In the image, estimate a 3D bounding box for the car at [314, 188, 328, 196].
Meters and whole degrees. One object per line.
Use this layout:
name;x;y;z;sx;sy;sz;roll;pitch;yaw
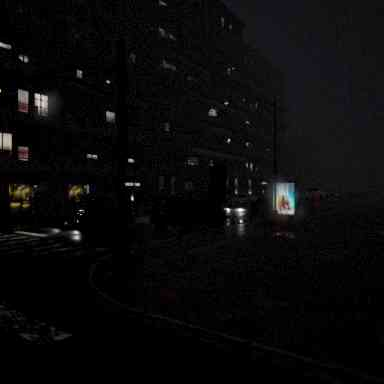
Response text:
car;28.046;-0.025;72.406;1.967;1.590;4.097;2;2;35

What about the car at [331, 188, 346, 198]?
car;25.045;0.406;58.080;1.895;1.301;4.718;0;1;35

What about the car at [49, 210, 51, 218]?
car;-6.991;1.009;22.464;2.192;1.841;5.009;1;2;35

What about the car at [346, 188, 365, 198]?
car;28.577;0.309;58.576;1.887;1.381;4.507;1;2;35

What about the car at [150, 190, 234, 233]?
car;-0.097;1.026;17.701;2.192;1.841;5.009;1;2;35

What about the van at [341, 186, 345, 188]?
van;37.603;-0.446;86.023;1.690;1.788;3.998;2;2;35

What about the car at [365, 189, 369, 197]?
car;31.763;0.098;63.113;1.967;1.590;4.097;1;2;35

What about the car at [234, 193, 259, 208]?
car;5.587;0.884;35.894;1.812;1.442;4.674;0;1;35

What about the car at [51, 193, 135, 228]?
car;-5.602;1.075;19.968;2.097;1.767;4.553;0;1;35

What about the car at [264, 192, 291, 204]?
car;11.406;0.731;44.135;1.994;1.385;4.181;0;1;36

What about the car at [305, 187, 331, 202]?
car;17.919;0.264;47.923;2.150;2.045;5.566;0;1;35

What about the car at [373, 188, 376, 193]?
car;38.135;-0.012;72.198;1.887;1.381;4.507;1;2;35

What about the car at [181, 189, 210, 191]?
car;-0.063;0.764;27.855;2.150;2.045;5.566;0;1;36

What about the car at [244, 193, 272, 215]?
car;6.274;1.069;26.789;1.947;1.339;4.313;1;2;35

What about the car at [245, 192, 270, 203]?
car;8.933;0.754;45.170;1.802;1.307;4.206;2;2;35

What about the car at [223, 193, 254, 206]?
car;5.748;0.828;40.630;2.008;1.369;4.403;2;2;35

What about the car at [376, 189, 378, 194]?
car;44.506;-0.221;81.280;2.008;1.369;4.403;1;2;35

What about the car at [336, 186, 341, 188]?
car;34.417;-0.239;81.486;1.967;1.590;4.097;2;2;35

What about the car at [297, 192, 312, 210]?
car;9.460;0.964;31.331;1.947;1.339;4.313;1;2;35

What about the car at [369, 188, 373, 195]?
car;34.949;0.096;67.657;1.887;1.381;4.507;1;2;35
